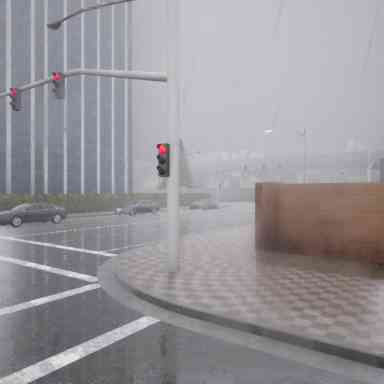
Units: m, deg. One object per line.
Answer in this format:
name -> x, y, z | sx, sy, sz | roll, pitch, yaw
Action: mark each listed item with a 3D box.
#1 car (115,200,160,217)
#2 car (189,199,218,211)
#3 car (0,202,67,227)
car -> -5.083, 1.492, 31.430 | 2.128, 1.511, 4.902 | 0, 0, 35
car -> 1.466, 1.563, 40.598 | 1.994, 1.385, 4.181 | 0, 0, 36
car -> -11.085, 1.505, 22.986 | 1.837, 1.490, 4.892 | 0, 0, 35
